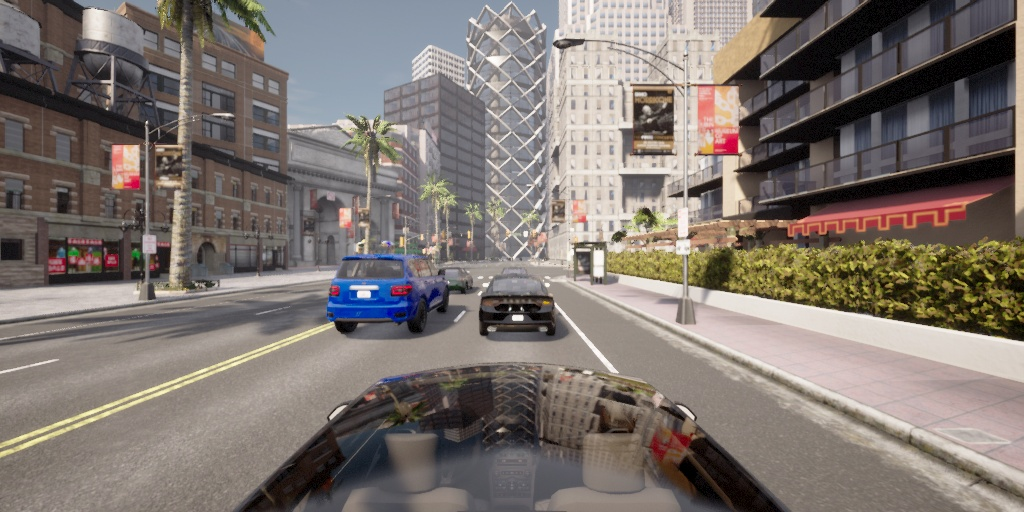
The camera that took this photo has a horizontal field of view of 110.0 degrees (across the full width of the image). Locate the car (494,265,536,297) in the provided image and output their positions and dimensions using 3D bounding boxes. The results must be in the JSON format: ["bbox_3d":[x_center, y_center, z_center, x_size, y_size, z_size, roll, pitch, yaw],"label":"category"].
[{"bbox_3d":[0.144,1.292,20.061,2.033,1.411,5.357,0,0,0],"label":"car"}]

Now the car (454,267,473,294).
[{"bbox_3d":[-3.350,1.308,20.235,1.994,1.385,4.181,0,0,0],"label":"car"}]

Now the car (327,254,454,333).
[{"bbox_3d":[-3.376,0.969,10.876,2.150,2.045,5.566,0,0,0],"label":"car"}]

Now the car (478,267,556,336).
[{"bbox_3d":[0.131,1.225,10.471,1.882,1.535,5.008,0,0,0],"label":"car"}]
